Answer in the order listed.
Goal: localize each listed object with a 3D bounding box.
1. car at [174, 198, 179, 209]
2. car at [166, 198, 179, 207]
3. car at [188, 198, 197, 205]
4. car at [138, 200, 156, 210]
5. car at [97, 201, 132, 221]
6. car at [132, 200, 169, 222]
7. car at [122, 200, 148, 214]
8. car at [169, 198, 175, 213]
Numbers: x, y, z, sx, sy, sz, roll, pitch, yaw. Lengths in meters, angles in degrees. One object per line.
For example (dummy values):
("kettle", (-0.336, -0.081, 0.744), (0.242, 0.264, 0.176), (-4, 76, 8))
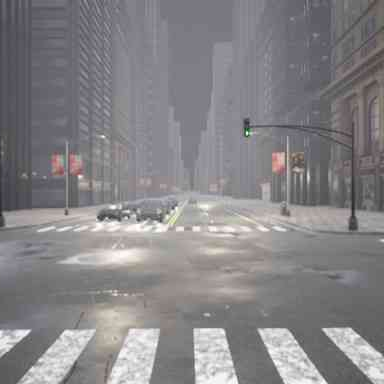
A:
("car", (-3.342, 1.810, 47.078), (1.994, 1.385, 4.181), (0, 0, 0))
("car", (-3.301, 1.797, 57.452), (1.837, 1.490, 4.892), (0, 0, 0))
("car", (0.105, 1.884, 69.964), (2.033, 1.411, 5.357), (0, 0, 0))
("car", (-6.588, 1.857, 49.146), (1.895, 1.301, 4.718), (0, 0, 0))
("car", (-6.565, 1.704, 28.962), (2.033, 1.411, 5.357), (0, 0, 4))
("car", (-3.340, 1.502, 27.706), (2.097, 1.767, 4.553), (0, 0, 0))
("car", (-6.586, 1.755, 39.060), (2.033, 1.411, 5.357), (0, 0, 0))
("car", (-3.338, 1.745, 37.179), (2.033, 1.411, 5.357), (0, 0, 0))
